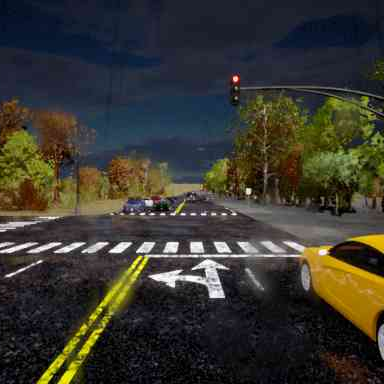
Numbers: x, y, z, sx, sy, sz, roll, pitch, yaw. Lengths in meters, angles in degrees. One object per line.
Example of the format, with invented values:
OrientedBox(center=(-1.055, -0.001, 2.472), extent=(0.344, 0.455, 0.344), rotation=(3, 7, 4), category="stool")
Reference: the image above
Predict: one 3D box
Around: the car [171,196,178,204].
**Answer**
OrientedBox(center=(-3.487, 1.506, 49.295), extent=(1.837, 1.490, 4.892), rotation=(0, 0, 0), category="car")

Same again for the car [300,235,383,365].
OrientedBox(center=(3.346, 1.444, 5.477), extent=(1.882, 1.535, 5.008), rotation=(0, 1, 0), category="car")

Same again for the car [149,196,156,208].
OrientedBox(center=(-6.746, 1.528, 48.255), extent=(1.812, 1.442, 4.674), rotation=(0, 0, 0), category="car")

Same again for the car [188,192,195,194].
OrientedBox(center=(-0.231, 1.110, 80.899), extent=(2.150, 2.045, 5.566), rotation=(0, 0, 0), category="car")

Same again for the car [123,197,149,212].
OrientedBox(center=(-6.712, 1.353, 39.271), extent=(2.097, 1.767, 4.553), rotation=(0, 0, 0), category="car")

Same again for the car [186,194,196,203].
OrientedBox(center=(-0.173, 1.606, 70.796), extent=(1.895, 1.301, 4.718), rotation=(0, 0, 0), category="car")

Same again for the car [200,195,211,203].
OrientedBox(center=(3.068, 1.503, 71.556), extent=(2.128, 1.511, 4.902), rotation=(0, 0, 0), category="car")

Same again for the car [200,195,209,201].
OrientedBox(center=(3.016, 1.457, 81.711), extent=(2.033, 1.411, 5.357), rotation=(0, 0, 0), category="car")

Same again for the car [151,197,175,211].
OrientedBox(center=(-3.465, 1.602, 40.116), extent=(1.895, 1.301, 4.718), rotation=(0, 0, 0), category="car")
